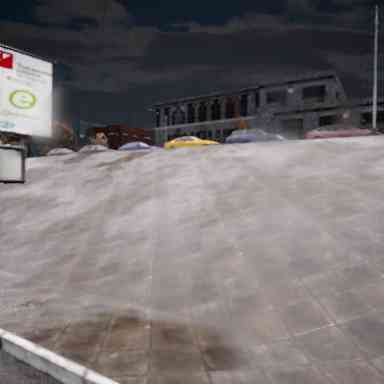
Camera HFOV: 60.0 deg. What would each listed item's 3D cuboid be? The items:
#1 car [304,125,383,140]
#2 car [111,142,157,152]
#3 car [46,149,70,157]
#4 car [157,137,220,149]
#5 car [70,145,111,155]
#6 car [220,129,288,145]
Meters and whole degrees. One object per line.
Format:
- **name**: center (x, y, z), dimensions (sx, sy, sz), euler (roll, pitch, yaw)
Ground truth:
- **car**: center (9.756, -3.537, 21.519), dimensions (4.792, 1.488, 2.163), euler (1, 1, 29)
- **car**: center (-4.705, -3.784, 30.064), dimensions (4.674, 1.452, 2.002), euler (1, 1, 33)
- **car**: center (-13.919, -3.965, 36.192), dimensions (4.892, 1.521, 2.231), euler (1, 0, 34)
- **car**: center (0.008, -3.739, 27.135), dimensions (5.008, 1.535, 2.097), euler (1, 1, 32)
- **car**: center (-9.352, -3.903, 33.092), dimensions (4.892, 1.521, 2.231), euler (1, 0, 34)
- **car**: center (4.762, -3.780, 24.319), dimensions (4.553, 1.767, 2.185), euler (1, 1, 31)
